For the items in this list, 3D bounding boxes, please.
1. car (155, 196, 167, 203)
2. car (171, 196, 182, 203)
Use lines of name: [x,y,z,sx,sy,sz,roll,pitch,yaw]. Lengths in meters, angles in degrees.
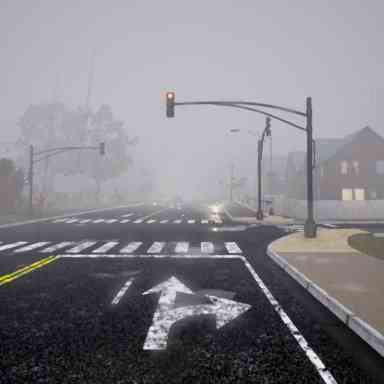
car: [-6.327,1.497,68.207,1.882,1.535,5.008,0,0,5]
car: [-3.093,1.535,67.890,1.812,1.442,4.674,0,0,5]
